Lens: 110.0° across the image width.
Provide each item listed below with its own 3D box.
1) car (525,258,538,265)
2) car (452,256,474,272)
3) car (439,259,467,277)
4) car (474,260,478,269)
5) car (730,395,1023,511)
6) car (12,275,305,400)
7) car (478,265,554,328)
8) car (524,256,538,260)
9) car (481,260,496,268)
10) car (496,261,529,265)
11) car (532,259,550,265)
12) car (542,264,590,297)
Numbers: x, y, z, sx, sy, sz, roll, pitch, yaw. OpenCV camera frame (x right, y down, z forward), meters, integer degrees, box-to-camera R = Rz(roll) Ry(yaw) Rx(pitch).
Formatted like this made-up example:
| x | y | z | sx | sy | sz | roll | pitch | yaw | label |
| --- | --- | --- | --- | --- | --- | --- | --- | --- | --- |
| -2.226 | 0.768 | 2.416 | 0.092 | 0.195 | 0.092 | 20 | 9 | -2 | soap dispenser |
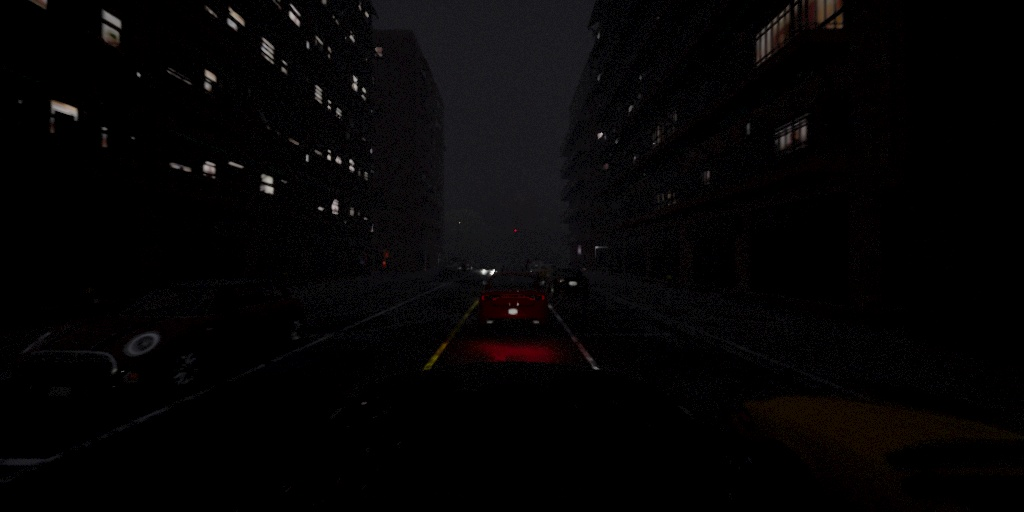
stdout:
| x | y | z | sx | sy | sz | roll | pitch | yaw | label |
| --- | --- | --- | --- | --- | --- | --- | --- | --- | --- |
| 2.800 | 1.192 | 39.894 | 2.007 | 1.370 | 4.403 | 0 | 0 | 0 | car |
| -5.848 | 0.957 | 39.920 | 2.192 | 1.841 | 5.009 | 0 | 0 | 0 | car |
| -5.844 | 1.208 | 34.352 | 2.007 | 1.370 | 4.403 | 0 | 0 | 0 | car |
| -5.852 | 1.193 | 45.489 | 1.948 | 1.339 | 4.313 | 0 | 0 | 0 | car |
| 2.700 | 1.278 | 1.088 | 1.751 | 1.417 | 4.829 | 0 | 0 | 0 | car |
| -5.712 | 1.176 | 6.512 | 1.967 | 1.591 | 4.097 | 0 | 0 | 0 | car |
| 0.048 | 1.200 | 11.282 | 1.882 | 1.535 | 5.008 | 0 | 0 | 1 | car |
| 2.791 | 0.927 | 51.029 | 2.192 | 1.841 | 5.009 | 0 | 0 | 0 | car |
| -3.112 | 1.183 | 48.491 | 1.994 | 1.385 | 4.181 | 0 | 0 | 0 | car |
| 0.043 | 1.279 | 26.739 | 1.895 | 1.301 | 4.718 | 0 | 0 | 0 | car |
| 2.808 | 1.198 | 28.928 | 1.751 | 1.417 | 4.829 | 0 | 0 | 0 | car |
| 2.750 | 1.268 | 18.263 | 1.948 | 1.339 | 4.313 | 0 | 0 | 0 | car |
